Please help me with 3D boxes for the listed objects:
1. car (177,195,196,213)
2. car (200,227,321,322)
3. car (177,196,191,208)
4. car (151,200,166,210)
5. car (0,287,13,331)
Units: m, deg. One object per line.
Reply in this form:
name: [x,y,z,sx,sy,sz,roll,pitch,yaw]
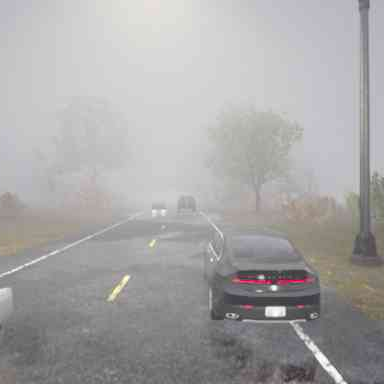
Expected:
car: [-0.690,1.446,41.503,2.150,2.045,5.566,0,0,-2]
car: [1.235,1.549,7.380,1.837,1.490,4.892,0,0,0]
car: [-1.393,1.645,55.613,2.097,1.767,4.553,0,0,-3]
car: [-4.603,1.819,46.516,1.994,1.385,4.181,0,0,-3]
car: [-3.594,1.622,2.724,1.895,1.301,4.718,0,0,0]
